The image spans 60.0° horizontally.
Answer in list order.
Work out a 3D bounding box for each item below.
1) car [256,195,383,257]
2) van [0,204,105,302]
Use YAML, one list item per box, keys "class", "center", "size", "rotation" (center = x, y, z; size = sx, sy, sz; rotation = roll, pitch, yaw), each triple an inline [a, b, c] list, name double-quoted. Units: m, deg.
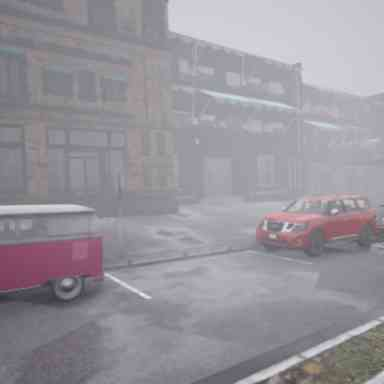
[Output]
- class: "car"
  center: [5.029, 1.156, 13.010]
  size: [5.566, 2.045, 2.435]
  rotation: [-1, 0, -35]
- class: "van"
  center: [-4.112, 1.258, 6.572]
  size: [4.442, 1.987, 1.878]
  rotation: [0, 0, -35]
